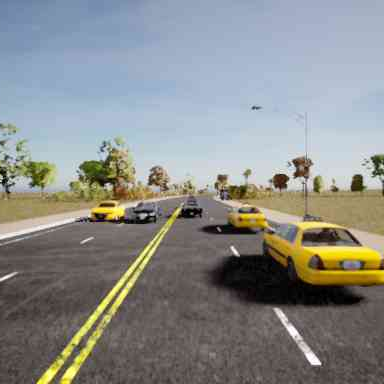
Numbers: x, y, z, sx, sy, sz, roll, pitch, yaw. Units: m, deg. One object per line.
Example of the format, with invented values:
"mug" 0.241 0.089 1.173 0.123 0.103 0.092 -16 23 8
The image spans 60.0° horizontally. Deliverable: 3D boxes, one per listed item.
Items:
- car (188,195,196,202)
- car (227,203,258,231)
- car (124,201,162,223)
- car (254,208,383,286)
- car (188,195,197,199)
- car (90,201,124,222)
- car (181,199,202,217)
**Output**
"car" -0.025 1.454 73.943 1.837 1.490 4.892 0 0 0
"car" 3.243 1.446 20.324 1.801 1.575 5.366 0 0 0
"car" -3.355 1.479 25.004 2.128 1.511 4.902 0 0 0
"car" 3.247 1.452 9.323 1.801 1.575 5.366 0 0 0
"car" 0.079 1.521 47.773 2.033 1.411 5.357 0 0 0
"car" -6.604 1.465 26.560 1.882 1.535 5.008 0 0 0
"car" -0.016 1.585 31.457 1.895 1.301 4.718 0 0 0
